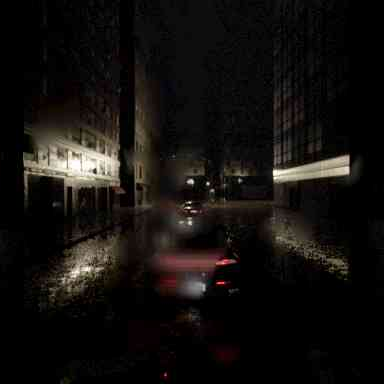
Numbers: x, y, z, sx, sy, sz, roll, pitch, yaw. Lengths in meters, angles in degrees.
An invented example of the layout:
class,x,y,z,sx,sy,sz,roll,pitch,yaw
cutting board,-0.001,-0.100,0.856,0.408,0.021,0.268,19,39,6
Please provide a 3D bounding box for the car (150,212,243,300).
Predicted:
class,x,y,z,sx,sy,sz,roll,pitch,yaw
car,0.102,1.492,8.366,2.128,1.511,4.902,0,0,0

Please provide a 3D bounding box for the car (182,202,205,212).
class,x,y,z,sx,sy,sz,roll,pitch,yaw
car,0.121,1.549,28.127,2.033,1.411,5.357,0,0,0

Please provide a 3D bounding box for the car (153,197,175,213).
class,x,y,z,sx,sy,sz,roll,pitch,yaw
car,-3.056,1.358,36.929,2.097,1.767,4.553,0,0,0
